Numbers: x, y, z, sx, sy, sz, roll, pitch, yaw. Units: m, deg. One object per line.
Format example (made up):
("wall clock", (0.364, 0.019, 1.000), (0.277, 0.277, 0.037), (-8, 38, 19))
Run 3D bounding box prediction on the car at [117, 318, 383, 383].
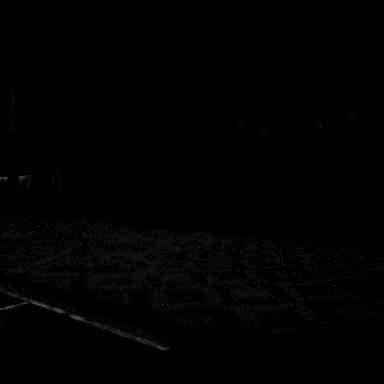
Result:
("car", (1.310, 1.566, 2.030), (4.313, 1.339, 1.947), (0, 0, 35))
